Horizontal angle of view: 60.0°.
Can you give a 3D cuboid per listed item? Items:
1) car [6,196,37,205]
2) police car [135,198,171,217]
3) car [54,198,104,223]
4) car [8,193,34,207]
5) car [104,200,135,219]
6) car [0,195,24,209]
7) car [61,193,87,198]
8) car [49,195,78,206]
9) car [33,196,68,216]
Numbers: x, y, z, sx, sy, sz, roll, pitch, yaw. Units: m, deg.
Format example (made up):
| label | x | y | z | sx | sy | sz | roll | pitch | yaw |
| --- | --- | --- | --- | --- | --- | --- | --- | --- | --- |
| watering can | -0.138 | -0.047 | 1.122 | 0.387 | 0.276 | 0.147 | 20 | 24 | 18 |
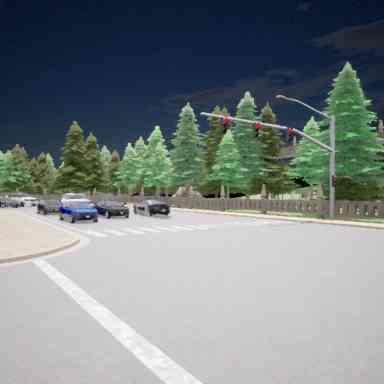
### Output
| label | x | y | z | sx | sy | sz | roll | pitch | yaw |
| --- | --- | --- | --- | --- | --- | --- | --- | --- | --- |
| car | -30.239 | 1.464 | 58.878 | 4.892 | 1.490 | 1.837 | 0 | 0 | 15 |
| police car | -3.904 | 1.395 | 30.826 | 1.930 | 1.638 | 5.238 | 0 | 0 | -34 |
| car | -8.636 | 1.436 | 25.135 | 1.882 | 1.535 | 5.008 | 0 | 0 | -34 |
| car | -25.059 | 1.182 | 48.865 | 5.566 | 2.045 | 2.150 | 0 | 0 | 31 |
| car | -7.146 | 1.441 | 29.138 | 1.882 | 1.535 | 5.008 | 0 | 0 | -35 |
| car | -25.159 | 1.459 | 44.725 | 4.892 | 1.490 | 1.837 | 0 | 0 | 34 |
| car | -12.996 | 1.185 | 37.465 | 2.150 | 2.045 | 5.566 | 0 | 0 | -36 |
| car | -21.108 | 1.320 | 54.560 | 4.553 | 1.767 | 2.097 | 0 | 0 | 31 |
| car | -13.946 | 1.462 | 32.774 | 1.837 | 1.490 | 4.892 | 0 | 0 | -35 |
